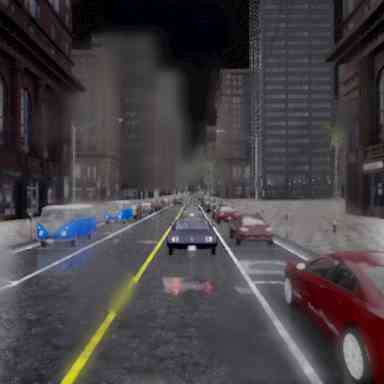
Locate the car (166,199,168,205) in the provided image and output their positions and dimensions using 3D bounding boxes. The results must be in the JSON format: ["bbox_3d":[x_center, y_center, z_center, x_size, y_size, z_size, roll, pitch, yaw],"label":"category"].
[{"bbox_3d":[-7.484,2.003,66.120,4.403,1.369,2.008,-1,0,-9],"label":"car"}]

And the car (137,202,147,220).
[{"bbox_3d":[-5.755,1.892,31.511,1.802,1.307,4.206,0,-1,0],"label":"car"}]

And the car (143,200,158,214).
[{"bbox_3d":[-5.753,1.996,42.112,1.802,1.307,4.206,0,-1,0],"label":"car"}]

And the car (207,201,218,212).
[{"bbox_3d":[2.770,1.883,32.271,1.947,1.339,4.313,0,-1,0],"label":"car"}]

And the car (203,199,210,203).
[{"bbox_3d":[2.773,1.989,43.070,1.947,1.339,4.313,0,-1,0],"label":"car"}]

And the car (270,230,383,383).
[{"bbox_3d":[2.765,1.596,5.276,1.887,1.381,4.507,0,-1,0],"label":"car"}]

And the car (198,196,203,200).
[{"bbox_3d":[2.781,2.221,72.036,1.947,1.339,4.313,0,0,0],"label":"car"}]

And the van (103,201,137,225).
[{"bbox_3d":[-5.755,1.598,26.213,1.690,1.788,3.998,0,-1,0],"label":"van"}]

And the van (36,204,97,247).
[{"bbox_3d":[-5.758,1.493,15.612,1.690,1.788,3.998,0,-1,0],"label":"van"}]

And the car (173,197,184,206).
[{"bbox_3d":[-2.985,2.243,70.935,1.895,1.301,4.718,0,0,0],"label":"car"}]

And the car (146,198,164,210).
[{"bbox_3d":[-5.751,1.779,47.415,2.192,1.841,5.009,0,-1,0],"label":"car"}]

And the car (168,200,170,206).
[{"bbox_3d":[-5.745,2.237,72.043,1.802,1.307,4.206,0,0,0],"label":"car"}]

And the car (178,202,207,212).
[{"bbox_3d":[0.010,1.853,29.310,1.994,1.385,4.181,0,-1,0],"label":"car"}]

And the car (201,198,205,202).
[{"bbox_3d":[2.776,2.102,53.869,1.802,1.307,4.206,0,0,0],"label":"car"}]

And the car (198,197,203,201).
[{"bbox_3d":[2.779,2.171,64.670,1.947,1.339,4.313,0,0,0],"label":"car"}]

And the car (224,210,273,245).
[{"bbox_3d":[2.767,1.739,16.074,1.802,1.307,4.206,0,-1,0],"label":"car"}]

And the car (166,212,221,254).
[{"bbox_3d":[0.004,1.738,14.108,1.895,1.301,4.718,0,-1,0],"label":"car"}]

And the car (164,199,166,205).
[{"bbox_3d":[-5.749,1.950,52.715,1.967,1.590,4.097,0,0,0],"label":"car"}]

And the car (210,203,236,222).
[{"bbox_3d":[2.769,1.809,26.872,1.887,1.381,4.507,0,-1,0],"label":"car"}]
